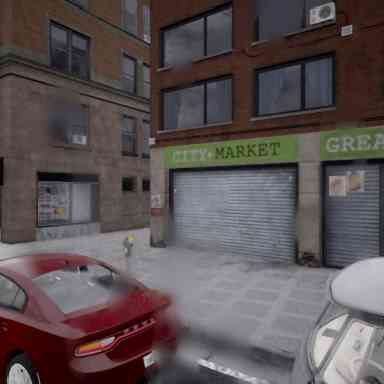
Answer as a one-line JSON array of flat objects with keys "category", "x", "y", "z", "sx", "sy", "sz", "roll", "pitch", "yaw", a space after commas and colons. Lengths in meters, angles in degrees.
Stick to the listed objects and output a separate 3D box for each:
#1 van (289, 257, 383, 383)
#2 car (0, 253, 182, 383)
[{"category": "van", "x": 2.387, "y": 1.341, "z": 1.375, "sx": 3.998, "sy": 1.788, "sz": 1.690, "roll": 0, "pitch": 0, "yaw": 35}, {"category": "car", "x": -2.223, "y": 1.544, "z": 4.660, "sx": 4.507, "sy": 1.381, "sz": 1.887, "roll": 0, "pitch": 0, "yaw": 35}]
